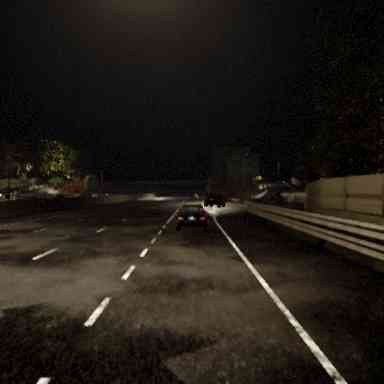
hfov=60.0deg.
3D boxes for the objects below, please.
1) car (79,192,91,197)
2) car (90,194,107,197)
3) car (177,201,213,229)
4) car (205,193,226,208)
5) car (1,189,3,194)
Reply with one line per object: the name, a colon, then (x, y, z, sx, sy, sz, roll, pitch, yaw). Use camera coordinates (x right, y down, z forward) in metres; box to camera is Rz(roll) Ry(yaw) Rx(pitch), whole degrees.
car: (-28.005, 1.035, 87.620, 2.150, 2.045, 5.566, 0, 0, 0)
car: (-24.505, 1.405, 87.621, 1.895, 1.301, 4.718, 0, 0, 0)
car: (0.009, 1.498, 20.954, 2.033, 1.411, 5.357, 0, 0, 0)
car: (3.358, 1.243, 47.382, 2.150, 2.045, 5.566, 1, -2, 16)
car: (-48.766, 0.381, 82.109, 2.128, 1.511, 4.902, 0, 2, -22)
